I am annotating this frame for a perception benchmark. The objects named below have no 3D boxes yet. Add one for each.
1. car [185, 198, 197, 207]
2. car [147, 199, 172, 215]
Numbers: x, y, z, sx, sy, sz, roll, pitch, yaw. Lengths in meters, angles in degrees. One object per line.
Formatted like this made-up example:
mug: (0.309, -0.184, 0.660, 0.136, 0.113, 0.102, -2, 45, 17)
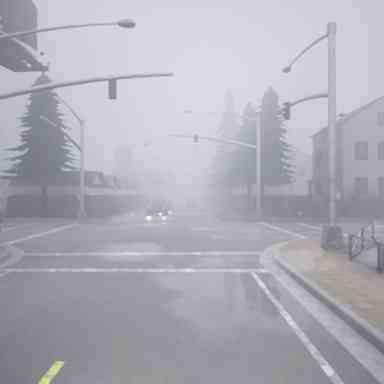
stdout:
car: (-0.153, 1.829, 58.865, 2.128, 1.511, 4.902, 0, 0, 0)
car: (-3.694, 1.563, 36.661, 2.097, 1.767, 4.553, 0, 0, 0)
